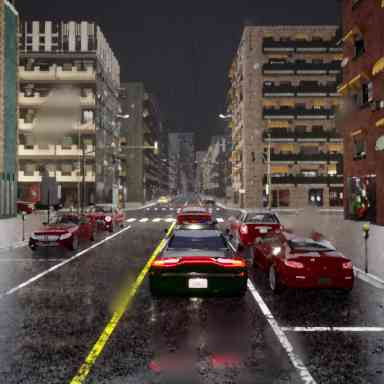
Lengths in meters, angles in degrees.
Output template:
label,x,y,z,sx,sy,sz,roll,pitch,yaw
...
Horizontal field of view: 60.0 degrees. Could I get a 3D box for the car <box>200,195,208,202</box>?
label,x,y,z,sx,sy,sz,roll,pitch,yaw
car,2.877,1.555,80.556,1.887,1.381,4.507,1,0,0

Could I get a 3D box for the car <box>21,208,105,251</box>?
label,x,y,z,sx,sy,sz,roll,pitch,yaw
car,-5.259,1.585,14.110,1.802,1.307,4.206,1,0,0

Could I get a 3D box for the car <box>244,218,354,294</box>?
label,x,y,z,sx,sy,sz,roll,pitch,yaw
car,2.605,1.584,8.553,1.802,1.307,4.206,1,0,0

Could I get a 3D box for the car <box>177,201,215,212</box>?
label,x,y,z,sx,sy,sz,roll,pitch,yaw
car,0.135,1.482,18.999,1.882,1.535,5.008,0,0,0

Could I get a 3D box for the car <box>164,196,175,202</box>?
label,x,y,z,sx,sy,sz,roll,pitch,yaw
car,-5.025,1.575,74.884,1.947,1.339,4.313,1,0,0

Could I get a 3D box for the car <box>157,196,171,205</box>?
label,x,y,z,sx,sy,sz,roll,pitch,yaw
car,-5.090,1.534,57.701,1.752,1.417,4.829,1,0,0

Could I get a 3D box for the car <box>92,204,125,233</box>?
label,x,y,z,sx,sy,sz,roll,pitch,yaw
car,-5.240,1.444,19.659,1.967,1.590,4.097,1,0,0

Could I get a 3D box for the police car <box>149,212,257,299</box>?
label,x,y,z,sx,sy,sz,roll,pitch,yaw
police car,0.129,1.506,8.538,2.038,1.542,4.974,0,0,0

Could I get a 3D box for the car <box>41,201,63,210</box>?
label,x,y,z,sx,sy,sz,roll,pitch,yaw
car,-17.478,1.590,39.092,4.313,1.339,1.947,0,-1,0

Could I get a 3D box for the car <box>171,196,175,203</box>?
label,x,y,z,sx,sy,sz,roll,pitch,yaw
car,-5.047,1.535,69.043,1.752,1.417,4.829,1,0,0

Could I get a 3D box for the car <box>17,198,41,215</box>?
label,x,y,z,sx,sy,sz,roll,pitch,yaw
car,-17.446,1.240,31.216,5.009,1.841,2.192,0,-1,0

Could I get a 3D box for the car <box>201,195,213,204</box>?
label,x,y,z,sx,sy,sz,roll,pitch,yaw
car,2.814,1.449,63.543,1.967,1.590,4.097,1,0,0

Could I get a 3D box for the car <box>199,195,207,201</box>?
label,x,y,z,sx,sy,sz,roll,pitch,yaw
car,2.898,1.561,86.226,2.008,1.369,4.403,1,0,0

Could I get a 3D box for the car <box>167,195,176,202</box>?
label,x,y,z,sx,sy,sz,roll,pitch,yaw
car,-5.004,1.555,80.555,1.887,1.381,4.507,1,0,0

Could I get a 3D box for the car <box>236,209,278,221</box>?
label,x,y,z,sx,sy,sz,roll,pitch,yaw
car,2.628,1.443,14.102,1.967,1.590,4.097,1,0,0

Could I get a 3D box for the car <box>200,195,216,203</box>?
label,x,y,z,sx,sy,sz,roll,pitch,yaw
car,2.770,1.559,52.201,2.008,1.369,4.403,1,0,0
